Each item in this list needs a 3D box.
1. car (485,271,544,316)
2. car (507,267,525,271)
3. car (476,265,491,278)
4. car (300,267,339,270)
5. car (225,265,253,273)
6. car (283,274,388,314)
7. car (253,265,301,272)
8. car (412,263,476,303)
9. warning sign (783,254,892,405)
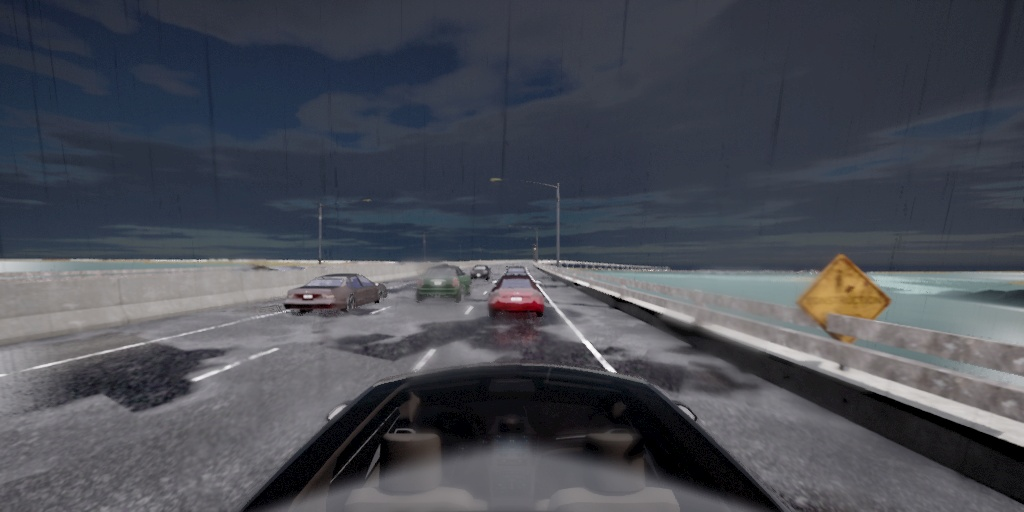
[{"bbox_3d":[0.167,1.450,14.100,1.994,1.385,4.181,0,-1,1],"label":"car"},{"bbox_3d":[0.340,1.596,29.460,2.033,1.411,5.357,0,-1,1],"label":"car"},{"bbox_3d":[-3.064,1.639,35.649,1.812,1.442,4.674,0,-1,1],"label":"car"},{"bbox_3d":[-17.293,1.693,33.642,1.895,1.301,4.718,0,-1,1],"label":"car"},{"bbox_3d":[-24.297,1.594,33.299,1.837,1.490,4.892,0,-1,1],"label":"car"},{"bbox_3d":[-6.826,1.437,14.560,2.033,1.411,5.357,0,-1,1],"label":"car"},{"bbox_3d":[-20.803,1.635,33.199,2.033,1.411,5.357,0,-1,1],"label":"car"},{"bbox_3d":[-3.291,1.281,18.164,2.097,1.767,4.553,0,-1,1],"label":"car"},{"bbox_3d":[4.560,0.902,4.914,1.300,1.860,1.060,0,0,0],"label":"warning sign"}]
